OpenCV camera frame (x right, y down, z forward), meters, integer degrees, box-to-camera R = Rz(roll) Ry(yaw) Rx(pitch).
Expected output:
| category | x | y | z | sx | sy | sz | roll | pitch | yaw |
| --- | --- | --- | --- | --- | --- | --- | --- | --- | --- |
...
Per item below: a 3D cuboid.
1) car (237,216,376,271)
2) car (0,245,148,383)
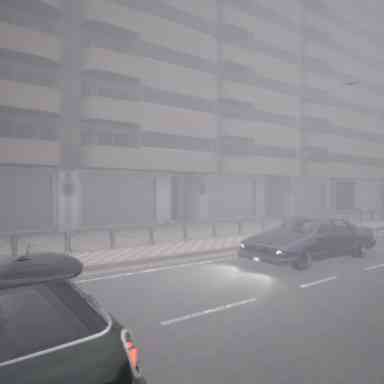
| category | x | y | z | sx | sy | sz | roll | pitch | yaw |
| --- | --- | --- | --- | --- | --- | --- | --- | --- | --- |
| car | 4.015 | 1.531 | 11.039 | 5.357 | 1.411 | 2.033 | 0 | 0 | -35 |
| car | -2.605 | 1.354 | 2.109 | 4.553 | 1.767 | 2.097 | 0 | 0 | -35 |
